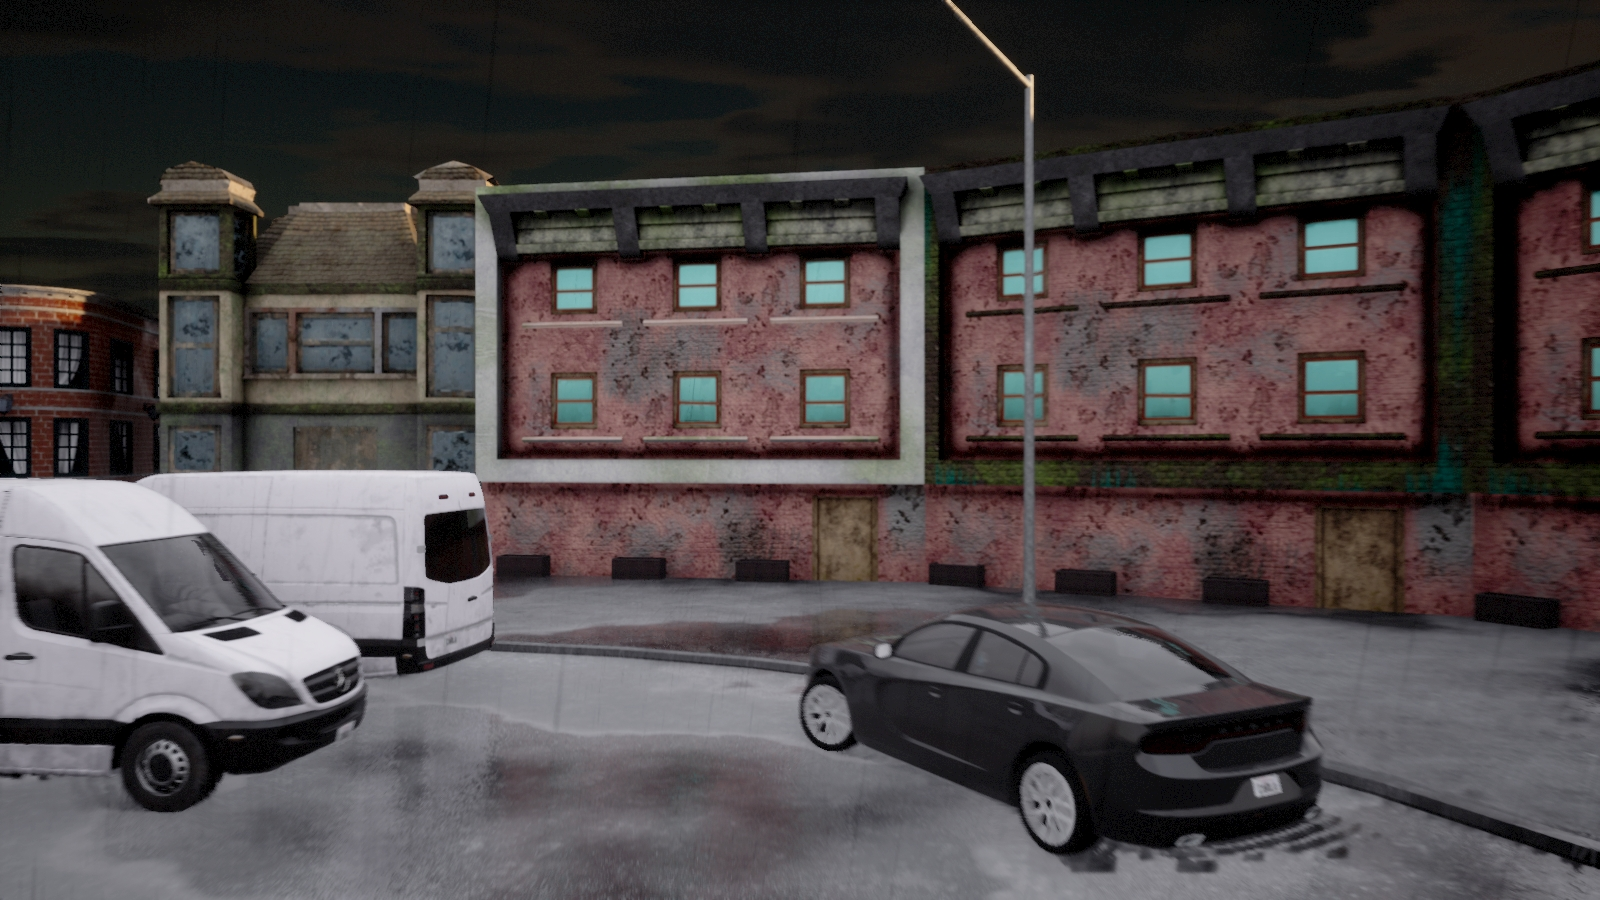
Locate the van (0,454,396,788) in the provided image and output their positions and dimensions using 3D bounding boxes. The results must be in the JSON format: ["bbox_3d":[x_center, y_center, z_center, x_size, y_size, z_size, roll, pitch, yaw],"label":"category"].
[{"bbox_3d":[-6.796,1.314,9.862,5.915,2.561,1.988,0,0,2],"label":"van"}]

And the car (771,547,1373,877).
[{"bbox_3d":[1.846,1.813,9.604,2.097,1.535,5.006,0,0,-29],"label":"car"}]

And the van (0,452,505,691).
[{"bbox_3d":[-6.772,1.314,13.841,5.915,2.561,1.988,0,0,11],"label":"van"}]
